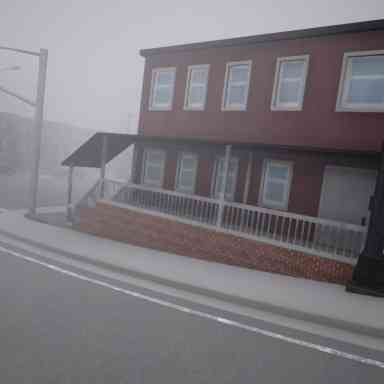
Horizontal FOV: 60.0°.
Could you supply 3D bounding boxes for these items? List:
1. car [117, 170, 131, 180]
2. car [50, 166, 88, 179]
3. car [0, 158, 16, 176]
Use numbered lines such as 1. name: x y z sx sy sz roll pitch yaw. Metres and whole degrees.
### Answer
1. car: -8.903 -2.477 48.976 1.812 1.442 4.674 10 6 36
2. car: -14.964 -2.482 40.598 1.812 1.442 4.674 10 6 36
3. car: -20.261 -2.661 33.259 2.097 1.767 4.553 10 6 35
